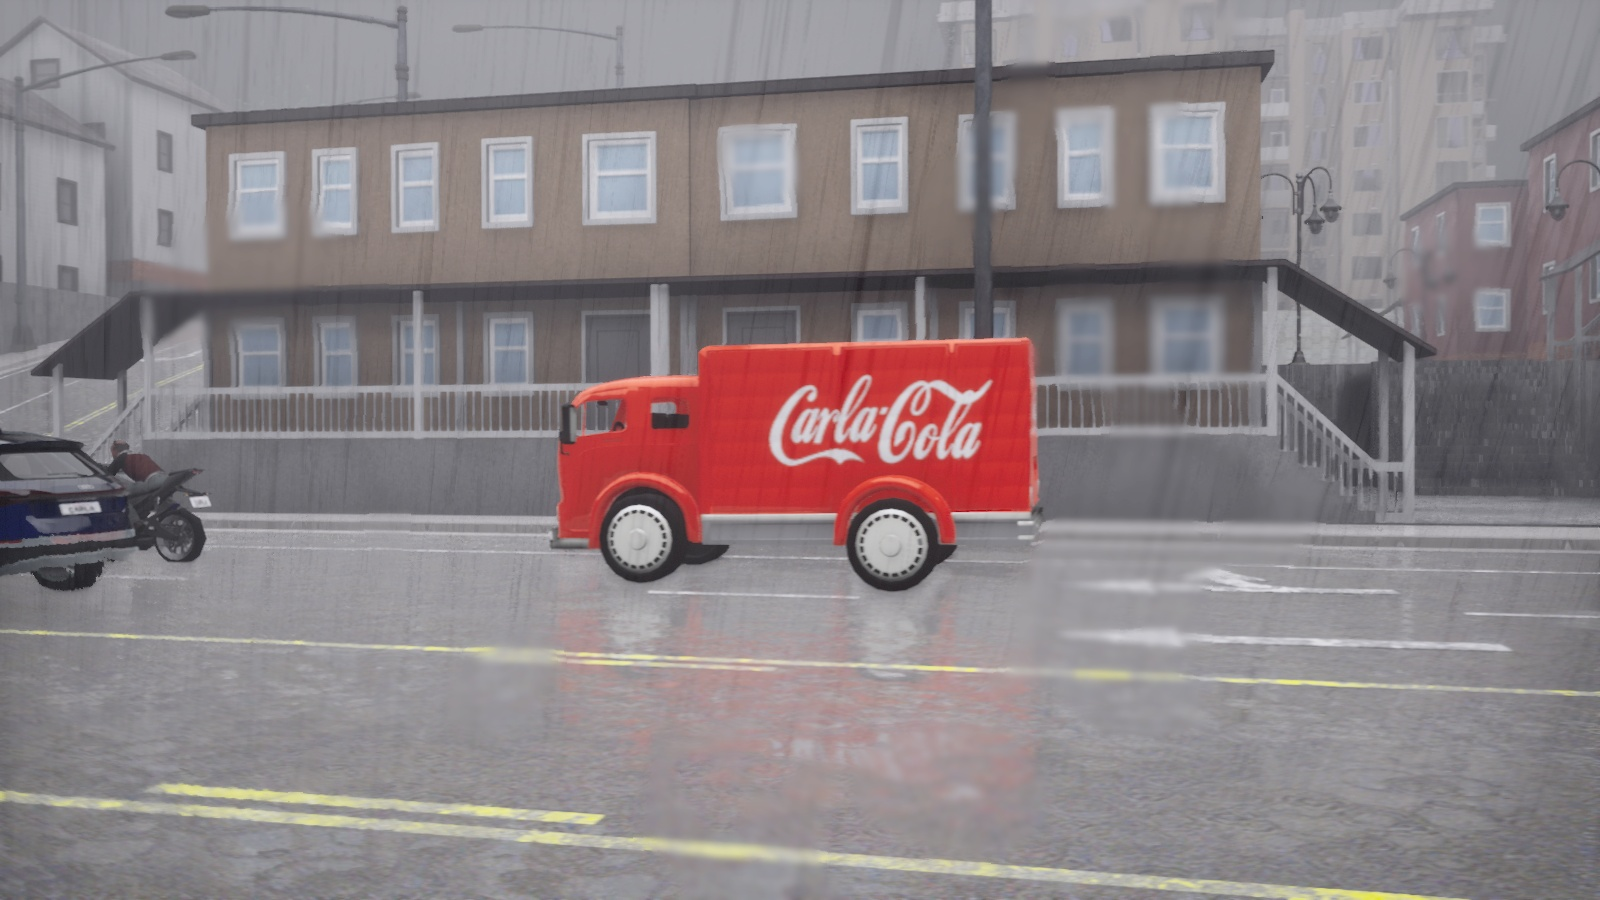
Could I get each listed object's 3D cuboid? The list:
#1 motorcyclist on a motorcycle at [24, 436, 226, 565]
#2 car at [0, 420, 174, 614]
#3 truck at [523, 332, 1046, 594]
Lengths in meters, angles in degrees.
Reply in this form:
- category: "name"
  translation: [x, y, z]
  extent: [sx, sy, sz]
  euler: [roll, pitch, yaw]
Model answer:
- category: "motorcyclist on a motorcycle"
  translation: [-8.386, 0.595, 15.624]
  extent: [2.191, 1.530, 0.866]
  euler: [0, 1, 14]
- category: "car"
  translation: [-8.894, 0.540, 12.185]
  extent: [4.856, 1.649, 2.033]
  euler: [0, 1, 13]
- category: "truck"
  translation: [-0.022, 0.123, 13.714]
  extent: [5.204, 2.467, 2.627]
  euler: [0, 1, 13]
